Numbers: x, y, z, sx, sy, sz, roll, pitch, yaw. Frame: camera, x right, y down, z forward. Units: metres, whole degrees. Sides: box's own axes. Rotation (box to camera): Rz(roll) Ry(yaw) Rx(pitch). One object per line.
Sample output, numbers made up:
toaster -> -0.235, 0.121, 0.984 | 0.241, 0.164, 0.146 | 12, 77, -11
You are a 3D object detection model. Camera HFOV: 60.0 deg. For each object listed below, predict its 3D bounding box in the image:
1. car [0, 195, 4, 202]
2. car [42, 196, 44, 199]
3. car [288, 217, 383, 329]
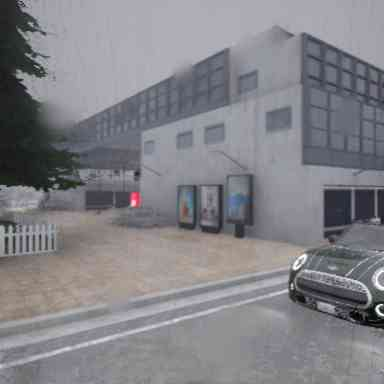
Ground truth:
car -> -40.119, 1.386, 69.141 | 1.970, 1.475, 3.806 | 0, 0, -37
car -> -37.058, 1.321, 85.119 | 1.845, 1.501, 3.633 | 0, 0, -37
car -> 4.083, 1.353, 6.902 | 4.553, 1.767, 2.097 | 0, 0, -36
